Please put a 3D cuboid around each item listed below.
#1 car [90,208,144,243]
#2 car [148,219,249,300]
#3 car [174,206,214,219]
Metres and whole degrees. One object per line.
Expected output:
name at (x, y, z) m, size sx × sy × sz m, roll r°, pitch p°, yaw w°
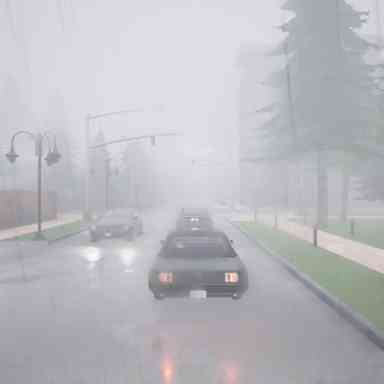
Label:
car at (-3.513, 1.525, 16.308) m, size 1.812 × 1.442 × 4.674 m, roll 0°, pitch 0°, yaw 1°
car at (0.118, 1.601, 8.366) m, size 1.895 × 1.301 × 4.718 m, roll 0°, pitch 0°, yaw 0°
car at (0.131, 1.505, 17.627) m, size 1.837 × 1.490 × 4.892 m, roll 0°, pitch 0°, yaw 0°
